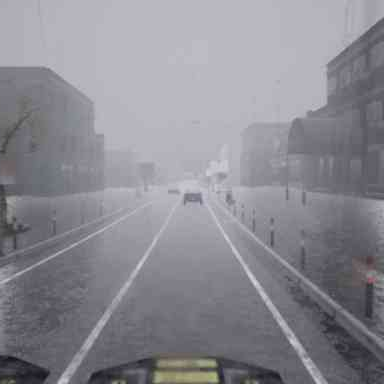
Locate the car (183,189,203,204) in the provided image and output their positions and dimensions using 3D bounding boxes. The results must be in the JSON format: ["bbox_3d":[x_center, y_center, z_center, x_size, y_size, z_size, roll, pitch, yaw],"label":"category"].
[{"bbox_3d":[0.093,0.402,34.751,1.882,1.535,5.008,0,2,0],"label":"car"}]

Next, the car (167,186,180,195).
[{"bbox_3d":[-3.013,-0.330,55.302,1.882,1.535,5.008,0,1,0],"label":"car"}]
